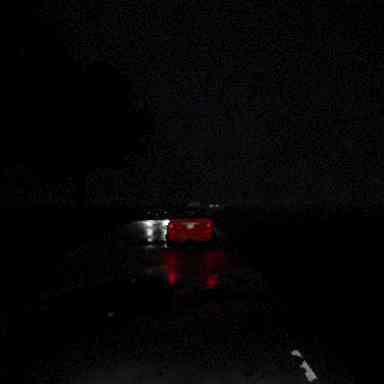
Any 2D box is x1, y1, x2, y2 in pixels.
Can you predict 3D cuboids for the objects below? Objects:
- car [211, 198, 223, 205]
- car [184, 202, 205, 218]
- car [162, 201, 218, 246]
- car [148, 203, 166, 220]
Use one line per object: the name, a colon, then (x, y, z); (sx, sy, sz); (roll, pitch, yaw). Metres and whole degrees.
car: (5.430, 2.067, 72.397); (2.033, 1.411, 5.357); (-2, -1, 19)
car: (0.293, 1.777, 33.844); (1.812, 1.442, 4.674); (-2, 0, 4)
car: (-0.092, 1.491, 16.221); (2.097, 1.767, 4.553); (-1, 0, -1)
car: (-3.017, 1.827, 31.997); (1.837, 1.490, 4.892); (-2, 0, 4)
